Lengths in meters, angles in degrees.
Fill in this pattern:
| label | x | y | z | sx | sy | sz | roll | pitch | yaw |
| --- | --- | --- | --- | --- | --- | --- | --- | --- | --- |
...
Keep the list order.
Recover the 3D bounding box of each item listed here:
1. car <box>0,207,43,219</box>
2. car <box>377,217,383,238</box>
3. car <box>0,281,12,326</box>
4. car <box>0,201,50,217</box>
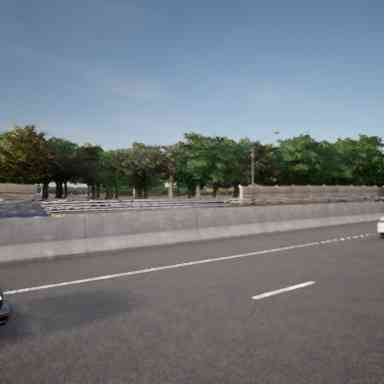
| label | x | y | z | sx | sy | sz | roll | pitch | yaw |
| --- | --- | --- | --- | --- | --- | --- | --- | --- | --- |
| car | -9.138 | 1.559 | 14.669 | 4.181 | 1.385 | 1.994 | 0 | 0 | -35 |
| car | 10.419 | 1.424 | 15.482 | 4.674 | 1.442 | 1.812 | 0 | 0 | -36 |
| car | -5.386 | 1.560 | 4.203 | 5.357 | 1.411 | 2.033 | 0 | 0 | -35 |
| car | -10.198 | 1.340 | 18.212 | 4.553 | 1.767 | 2.097 | 0 | 0 | -35 |
